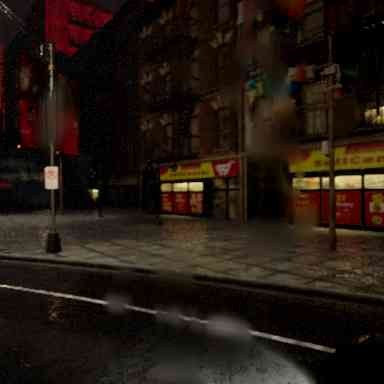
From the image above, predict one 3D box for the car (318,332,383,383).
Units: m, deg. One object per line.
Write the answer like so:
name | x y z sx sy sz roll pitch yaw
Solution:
car | 2.780 1.531 1.741 4.181 1.385 1.994 -1 0 36
